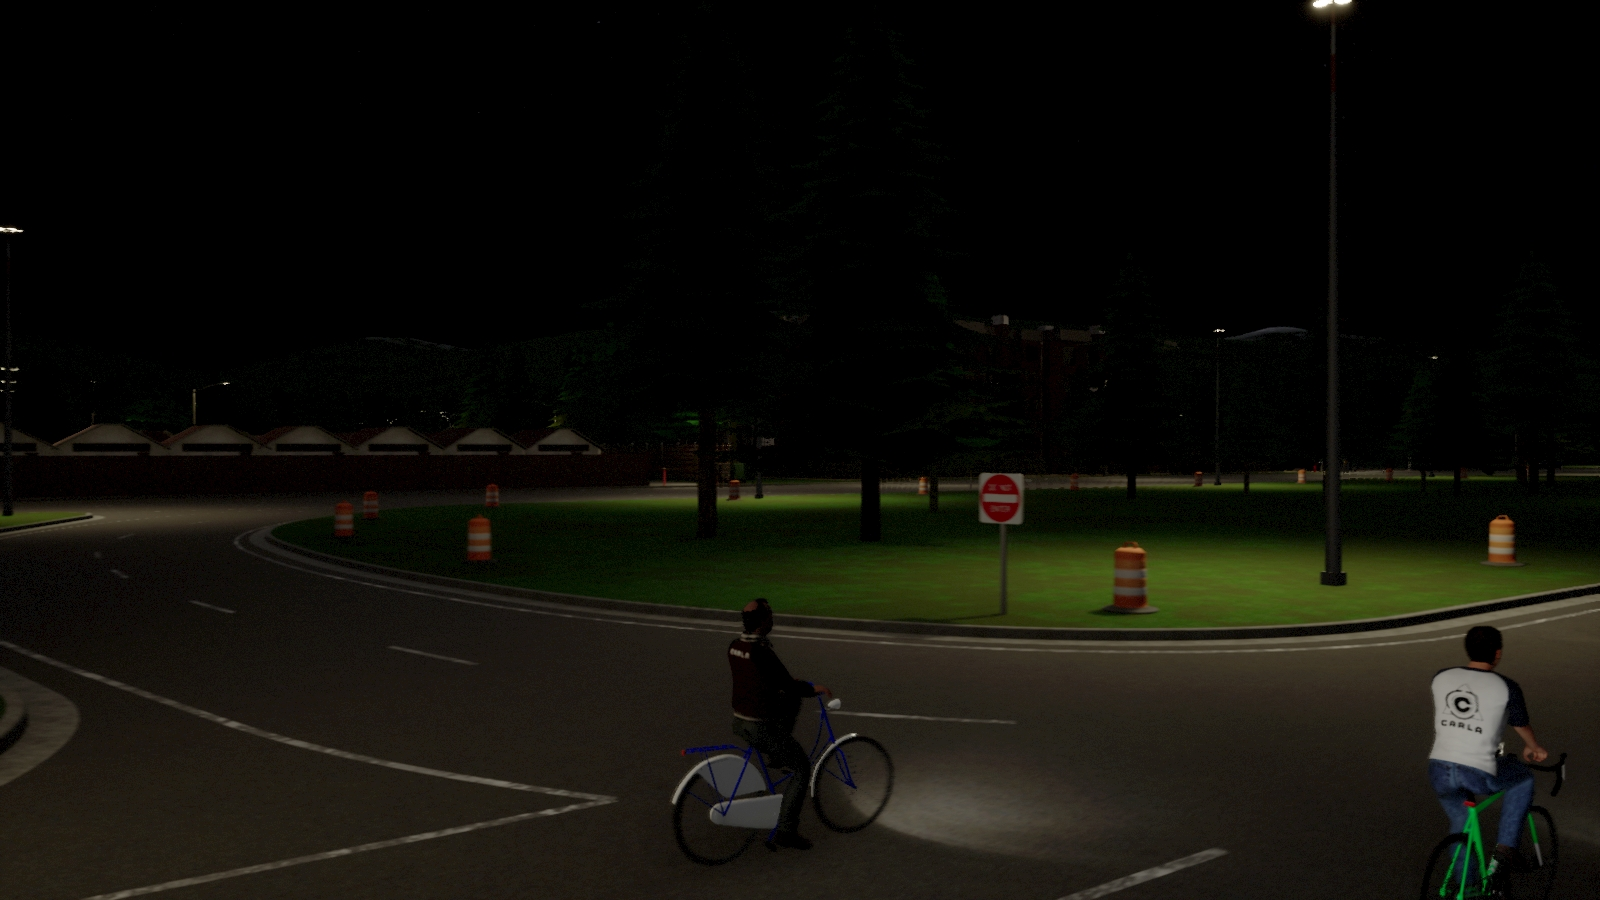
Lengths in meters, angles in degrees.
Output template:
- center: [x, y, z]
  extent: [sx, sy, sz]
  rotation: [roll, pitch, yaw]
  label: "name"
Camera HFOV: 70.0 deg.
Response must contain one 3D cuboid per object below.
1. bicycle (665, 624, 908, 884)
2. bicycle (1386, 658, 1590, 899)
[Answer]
- center: [-0.053, 2.059, 8.031]
  extent: [1.835, 1.471, 0.329]
  rotation: [0, 0, -35]
  label: "bicycle"
- center: [3.993, 2.055, 6.586]
  extent: [1.643, 1.496, 0.373]
  rotation: [0, 0, -35]
  label: "bicycle"
